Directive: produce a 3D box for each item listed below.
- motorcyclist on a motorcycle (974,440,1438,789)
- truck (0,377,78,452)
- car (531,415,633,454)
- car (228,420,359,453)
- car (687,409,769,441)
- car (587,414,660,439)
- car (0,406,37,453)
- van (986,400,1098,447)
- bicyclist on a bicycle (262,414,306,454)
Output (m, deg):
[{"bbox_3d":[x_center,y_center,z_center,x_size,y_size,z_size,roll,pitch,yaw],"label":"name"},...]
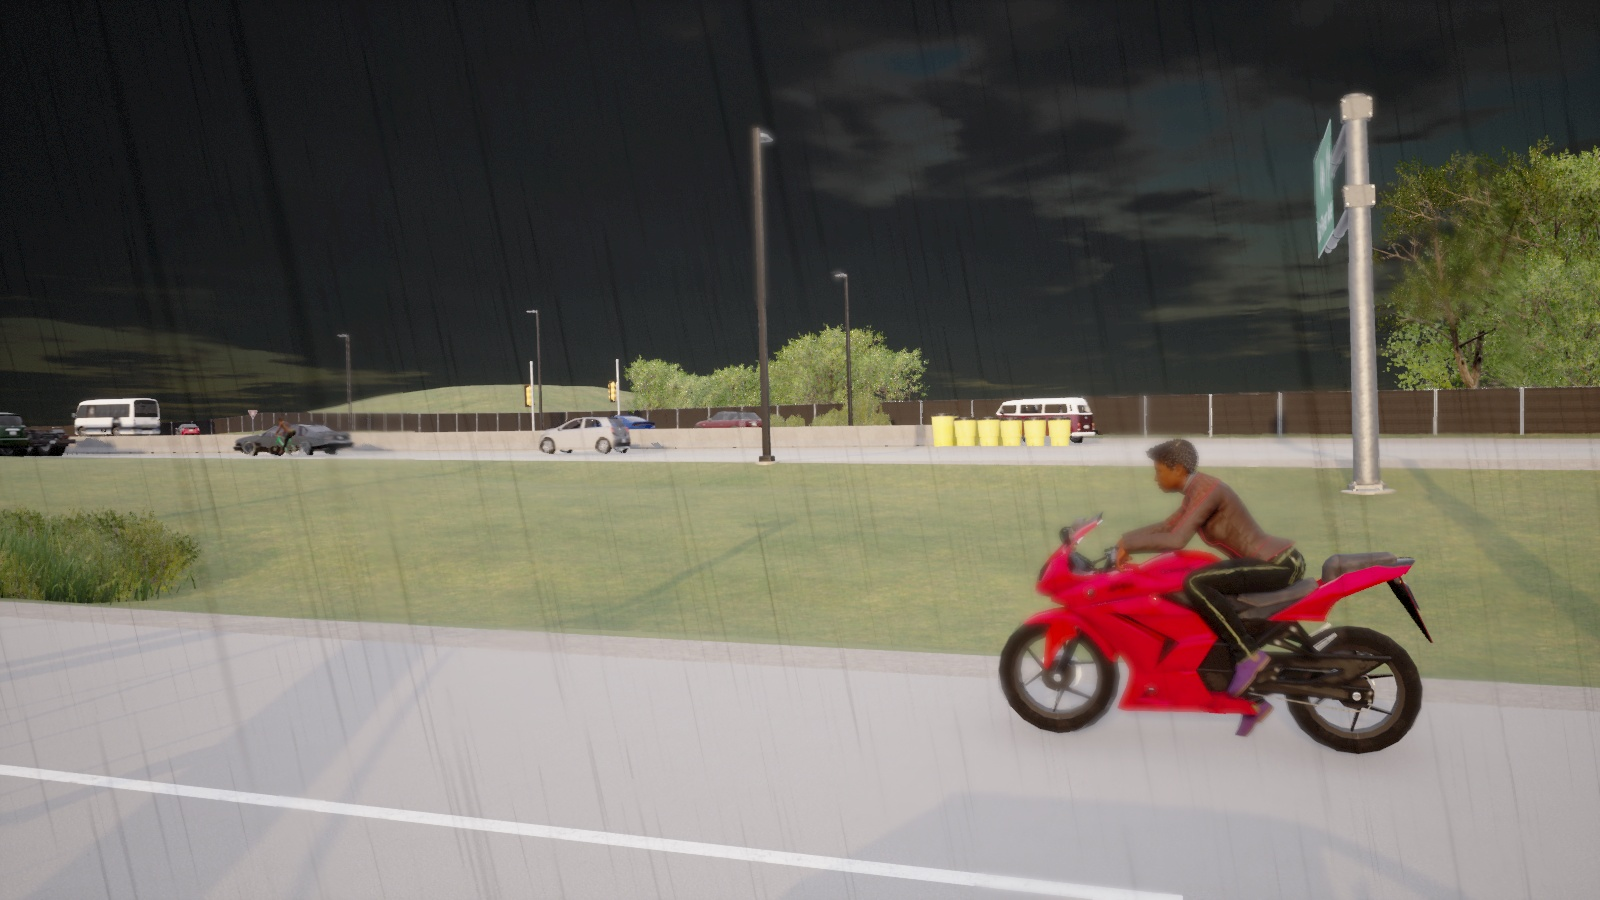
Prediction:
[{"bbox_3d":[1.956,0.718,6.226,2.044,1.523,0.797,0,1,19],"label":"motorcyclist on a motorcycle"},{"bbox_3d":[-39.475,-1.684,61.260,7.936,3.462,2.891,0,1,19],"label":"truck"},{"bbox_3d":[-8.768,-0.618,50.564,3.633,1.501,1.845,0,1,19],"label":"car"},{"bbox_3d":[-22.296,-0.611,55.283,5.357,1.411,2.033,0,1,19],"label":"car"},{"bbox_3d":[-4.059,-1.418,70.420,2.097,1.767,4.553,-2,2,-45],"label":"car"},{"bbox_3d":[-10.968,-1.477,77.594,1.882,1.535,5.008,-2,2,-44],"label":"car"},{"bbox_3d":[-37.662,-0.926,56.931,5.566,2.045,2.150,0,1,19],"label":"car"},{"bbox_3d":[10.844,-1.210,56.381,4.480,2.038,2.069,1,2,40],"label":"van"},{"bbox_3d":[-21.023,-0.652,51.131,1.656,1.620,0.582,0,1,19],"label":"bicyclist on a bicycle"}]
